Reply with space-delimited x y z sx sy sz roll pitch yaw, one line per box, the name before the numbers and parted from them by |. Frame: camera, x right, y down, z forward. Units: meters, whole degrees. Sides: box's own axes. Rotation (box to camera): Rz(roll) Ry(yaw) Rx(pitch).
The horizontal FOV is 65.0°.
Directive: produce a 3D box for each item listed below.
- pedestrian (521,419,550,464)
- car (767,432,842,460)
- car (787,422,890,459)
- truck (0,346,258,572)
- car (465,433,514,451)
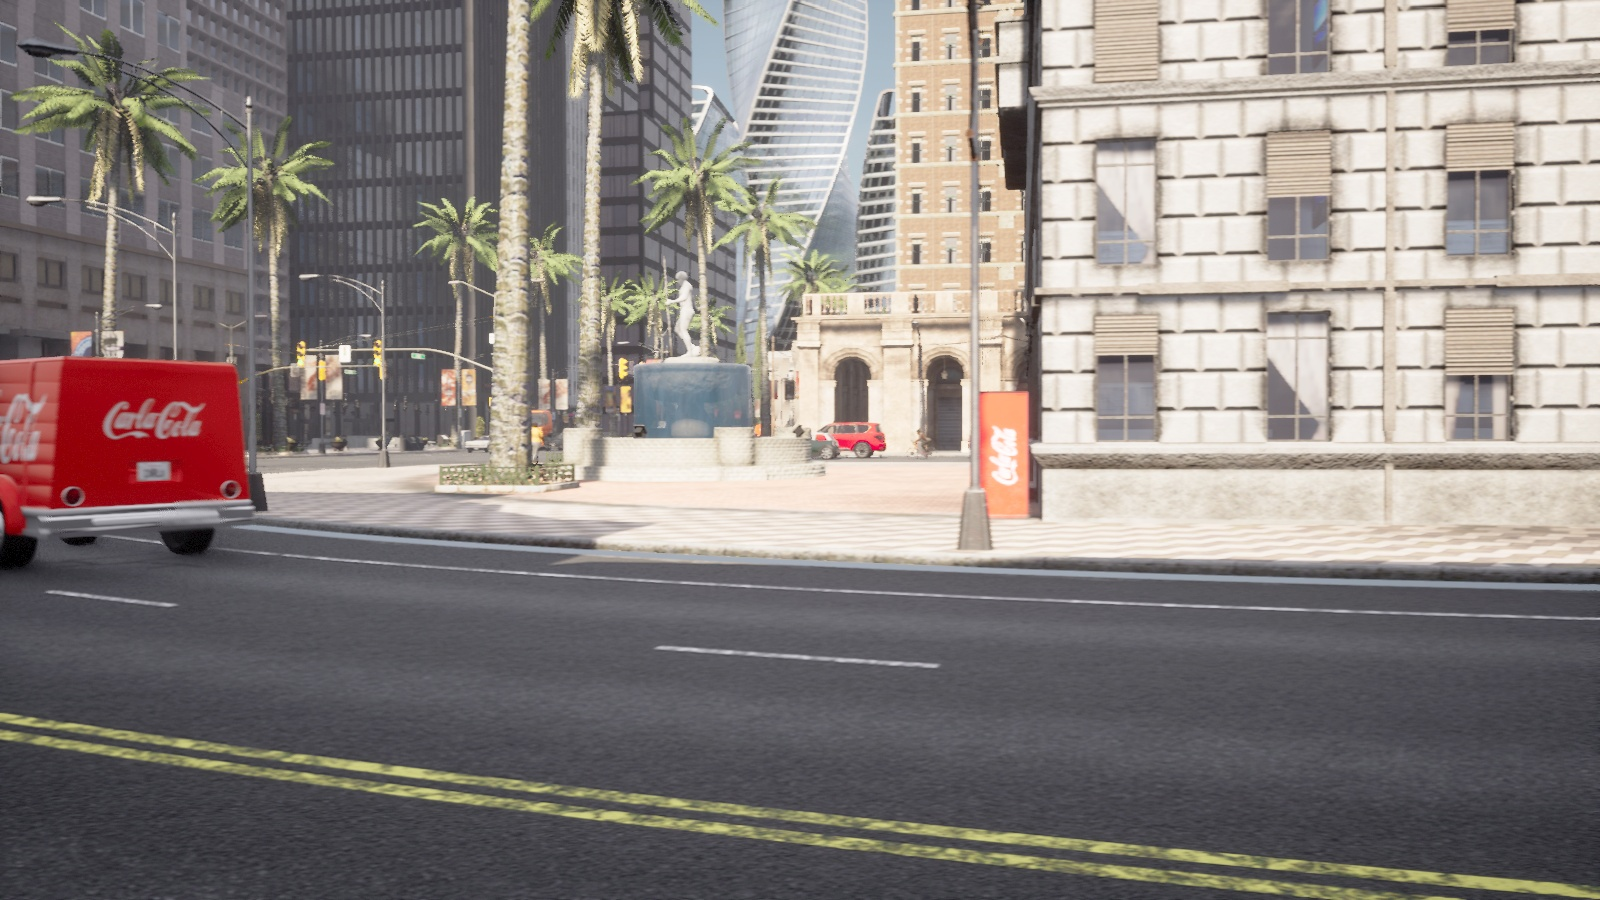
pedestrian | -10.875 -0.353 51.663 0.874 1.855 0.900 0 1 10
car | 0.272 -0.257 68.331 3.806 1.475 1.970 0 1 11
car | 2.226 -0.544 71.532 5.566 2.045 2.150 0 1 11
truck | -9.682 0.052 16.257 5.204 2.467 2.627 1 1 37
car | -23.633 -0.638 95.751 1.895 1.301 4.718 0 1 11
